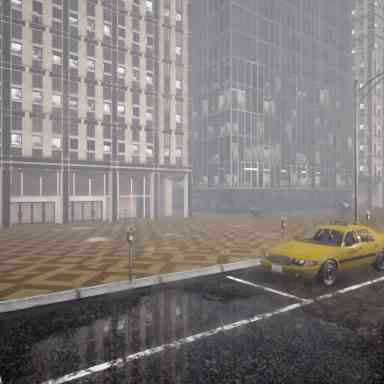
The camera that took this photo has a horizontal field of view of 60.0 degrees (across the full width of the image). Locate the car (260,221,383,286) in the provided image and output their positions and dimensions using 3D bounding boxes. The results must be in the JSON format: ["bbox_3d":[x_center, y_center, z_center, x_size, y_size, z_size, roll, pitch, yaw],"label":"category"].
[{"bbox_3d":[4.002,1.526,9.431,4.829,1.417,1.752,0,0,-36],"label":"car"}]
